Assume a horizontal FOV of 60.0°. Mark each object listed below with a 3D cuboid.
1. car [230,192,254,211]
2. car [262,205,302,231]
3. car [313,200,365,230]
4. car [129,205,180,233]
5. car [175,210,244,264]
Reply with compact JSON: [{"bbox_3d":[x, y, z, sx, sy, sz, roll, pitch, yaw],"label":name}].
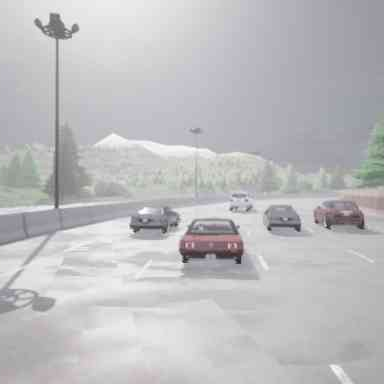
[{"bbox_3d":[5.638,1.037,37.451,2.150,2.045,5.566,0,0,16],"label":"car"},{"bbox_3d":[5.264,1.456,19.835,2.033,1.411,5.357,0,0,9],"label":"car"},{"bbox_3d":[9.035,1.267,20.820,2.097,1.767,4.553,0,0,9],"label":"car"},{"bbox_3d":[-1.950,1.440,18.837,2.033,1.411,5.357,0,0,8],"label":"car"},{"bbox_3d":[0.740,1.540,11.654,1.895,1.301,4.718,0,0,5],"label":"car"}]
